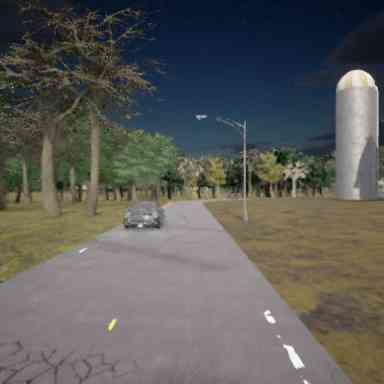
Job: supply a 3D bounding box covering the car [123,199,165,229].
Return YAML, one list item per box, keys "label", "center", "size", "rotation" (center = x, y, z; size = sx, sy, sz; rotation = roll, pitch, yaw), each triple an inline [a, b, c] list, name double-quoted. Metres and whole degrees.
- label: "car"
  center: [-2.844, 1.270, 20.622]
  size: [2.097, 1.767, 4.553]
  rotation: [0, 0, 0]
